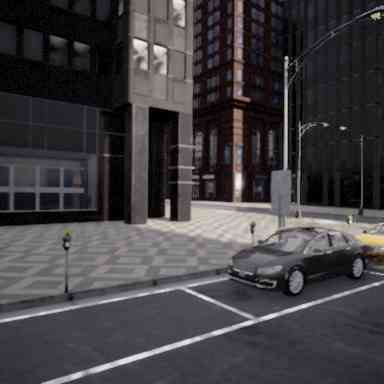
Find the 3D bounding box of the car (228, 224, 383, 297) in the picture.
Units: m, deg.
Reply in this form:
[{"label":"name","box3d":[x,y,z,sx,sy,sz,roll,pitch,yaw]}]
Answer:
[{"label":"car","box3d":[2.904,1.624,8.716,4.403,1.369,2.008,1,0,-35]}]
